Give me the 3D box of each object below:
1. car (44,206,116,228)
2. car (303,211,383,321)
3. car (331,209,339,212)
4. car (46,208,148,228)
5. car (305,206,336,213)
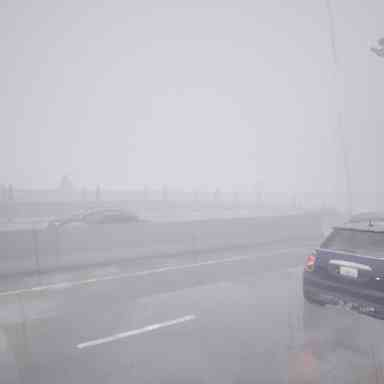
[{"bbox_3d":[-5.136,1.514,17.504,4.902,1.511,2.128,0,0,-35],"label":"car"},{"bbox_3d":[4.391,1.382,6.880,4.553,1.767,2.097,0,0,-36],"label":"car"},{"bbox_3d":[8.110,1.565,13.834,4.892,1.490,1.837,0,0,-36],"label":"car"},{"bbox_3d":[-3.692,1.584,14.238,4.181,1.385,1.994,0,0,-35],"label":"car"},{"bbox_3d":[13.964,2.250,35.335,4.892,1.490,1.837,6,-3,-35],"label":"car"}]
